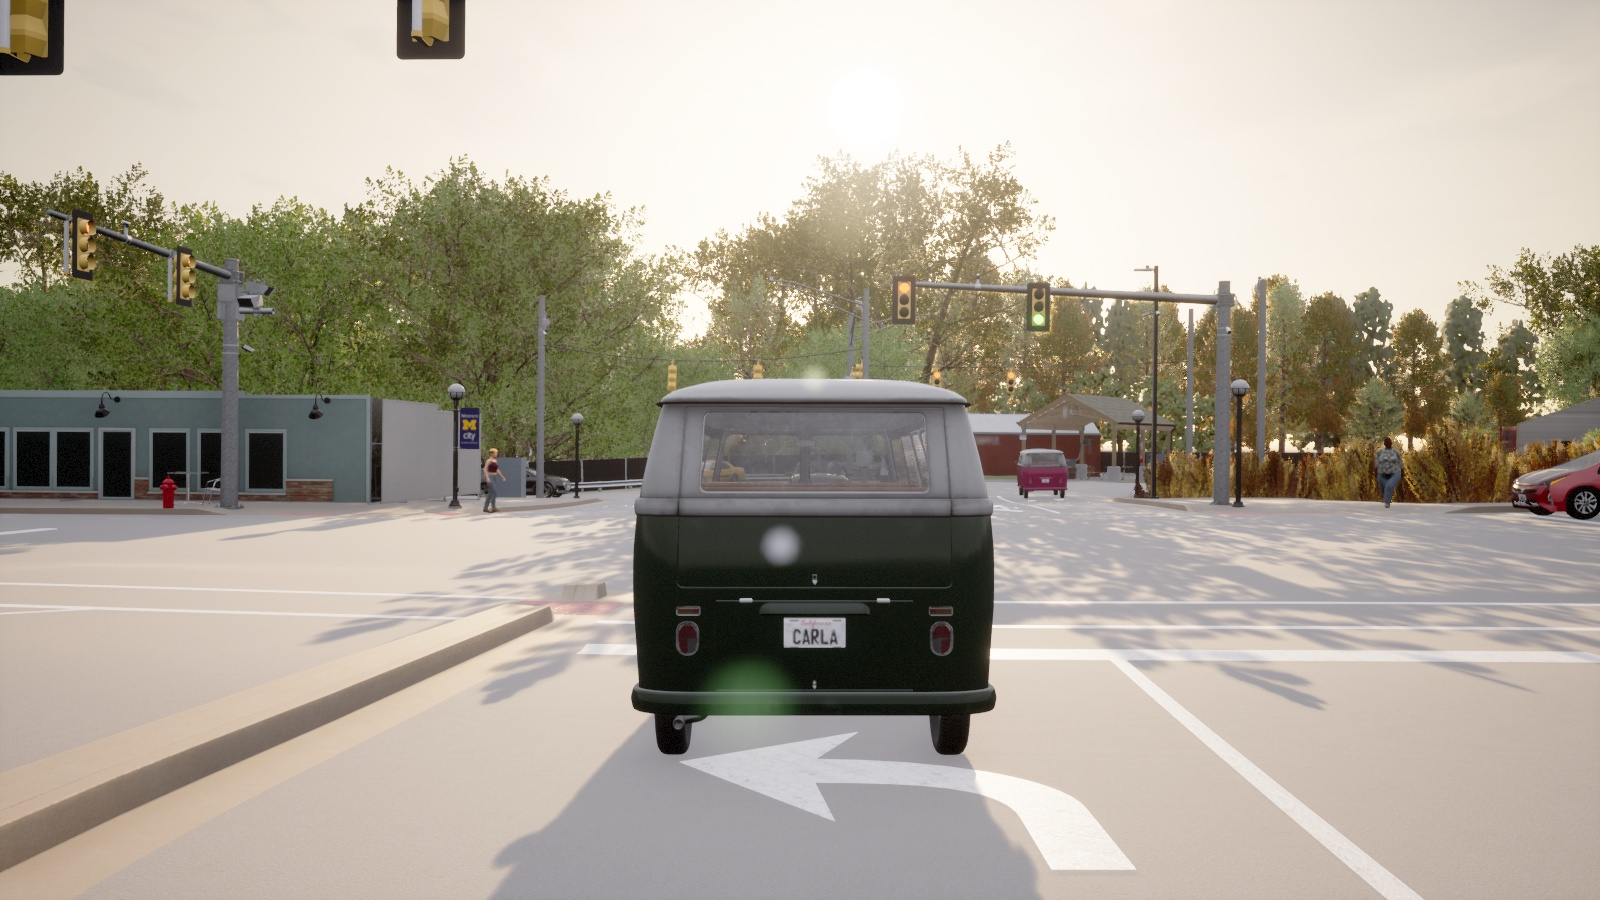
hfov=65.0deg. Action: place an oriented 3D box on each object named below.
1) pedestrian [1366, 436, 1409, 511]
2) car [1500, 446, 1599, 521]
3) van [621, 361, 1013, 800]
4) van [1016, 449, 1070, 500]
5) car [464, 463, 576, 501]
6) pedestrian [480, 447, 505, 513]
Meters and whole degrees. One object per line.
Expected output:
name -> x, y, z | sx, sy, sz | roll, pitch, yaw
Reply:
pedestrian -> 14.938, 0.585, 31.914 | 0.874, 1.855, 0.900 | 1, 0, 31
car -> 17.983, 0.673, 27.175 | 4.514, 1.525, 2.007 | -1, 0, 4
van -> 0.063, 0.631, 7.930 | 1.775, 1.987, 4.442 | 0, -1, 0
van -> 10.011, 0.968, 52.071 | 1.775, 1.987, 4.442 | -1, 0, 6
car -> -13.511, 1.532, 60.747 | 4.856, 1.649, 2.033 | -1, 1, 8
pedestrian -> -8.693, 0.849, 35.508 | 0.594, 1.836, 0.345 | 1, 0, 16
